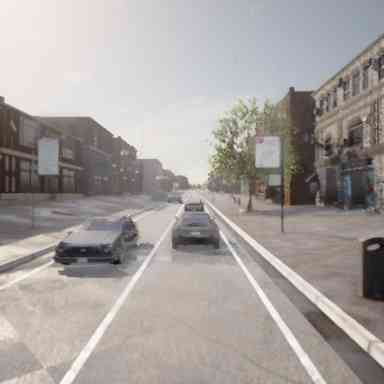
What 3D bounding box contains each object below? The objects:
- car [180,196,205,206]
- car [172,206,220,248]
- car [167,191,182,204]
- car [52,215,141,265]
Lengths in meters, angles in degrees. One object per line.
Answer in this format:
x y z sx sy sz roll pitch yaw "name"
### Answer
0.223 1.381 32.101 2.128 1.511 4.902 0 0 0 "car"
0.156 1.553 14.791 1.994 1.385 4.181 0 0 0 "car"
-2.836 0.874 55.374 2.150 2.045 5.566 0 1 1 "car"
-3.056 1.543 11.935 2.033 1.411 5.357 0 0 0 "car"
